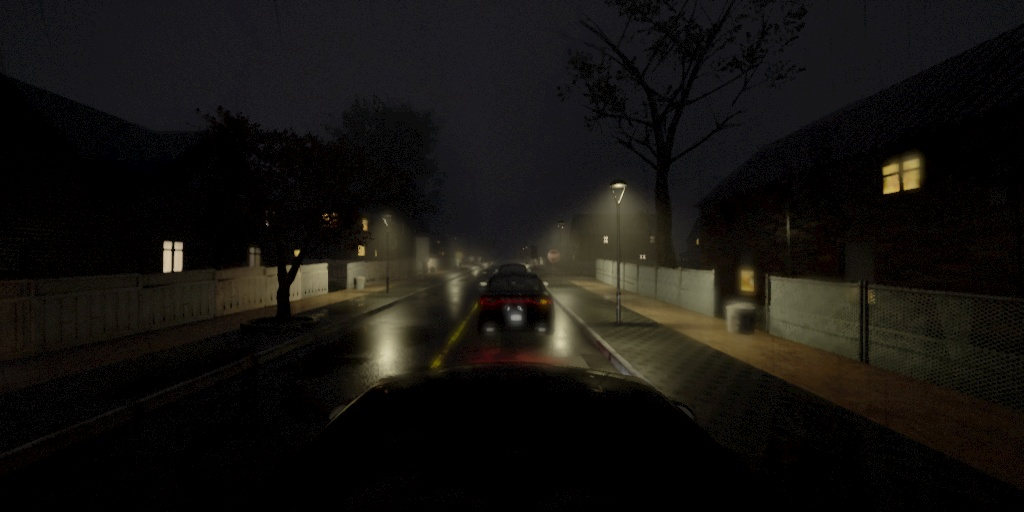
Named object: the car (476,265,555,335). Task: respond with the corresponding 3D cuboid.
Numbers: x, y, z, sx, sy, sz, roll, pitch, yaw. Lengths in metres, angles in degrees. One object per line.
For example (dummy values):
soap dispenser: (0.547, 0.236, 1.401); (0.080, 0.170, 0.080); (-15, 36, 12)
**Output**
car: (0.086, 1.193, 10.355); (1.882, 1.535, 5.008); (0, 0, 0)
